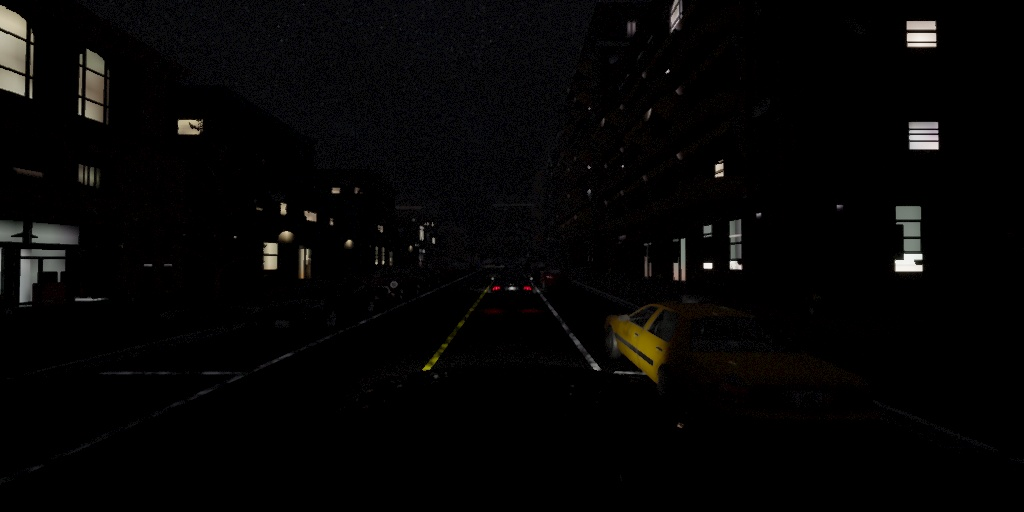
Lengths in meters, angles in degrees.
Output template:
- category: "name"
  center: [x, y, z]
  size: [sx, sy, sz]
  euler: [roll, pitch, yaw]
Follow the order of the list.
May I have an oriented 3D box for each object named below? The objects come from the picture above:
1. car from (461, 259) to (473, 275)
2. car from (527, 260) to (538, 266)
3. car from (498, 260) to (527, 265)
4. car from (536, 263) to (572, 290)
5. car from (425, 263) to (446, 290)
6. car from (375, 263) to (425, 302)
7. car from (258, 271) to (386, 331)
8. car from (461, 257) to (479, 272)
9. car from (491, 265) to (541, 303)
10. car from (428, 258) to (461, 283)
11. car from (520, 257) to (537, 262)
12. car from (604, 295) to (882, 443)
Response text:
- category: "car"
  center: [-5.697, 1.347, 39.476]
  size: [1.802, 1.307, 4.207]
  euler: [0, 0, 0]
- category: "car"
  center: [2.691, 1.307, 33.850]
  size: [1.888, 1.381, 4.507]
  euler: [0, 0, 0]
- category: "car"
  center: [0.000, 1.334, 31.505]
  size: [1.994, 1.385, 4.181]
  euler: [0, 0, 0]
- category: "car"
  center: [2.691, 1.338, 22.476]
  size: [1.802, 1.307, 4.207]
  euler: [0, 0, 0]
- category: "car"
  center: [-5.689, 1.321, 22.416]
  size: [1.948, 1.339, 4.313]
  euler: [0, 0, 0]
- category: "car"
  center: [-5.690, 1.193, 16.729]
  size: [1.967, 1.591, 4.097]
  euler: [0, 0, 0]
- category: "car"
  center: [-5.690, 1.316, 11.043]
  size: [1.948, 1.339, 4.313]
  euler: [0, 0, 0]
- category: "car"
  center: [-5.676, 1.083, 45.163]
  size: [2.192, 1.841, 5.009]
  euler: [0, 0, 0]
- category: "car"
  center: [0.000, 1.317, 16.503]
  size: [2.033, 1.411, 5.357]
  euler: [0, 0, 0]
- category: "car"
  center: [-5.689, 1.073, 28.102]
  size: [2.192, 1.841, 5.009]
  euler: [0, 0, 0]
- category: "car"
  center: [2.691, 1.086, 50.909]
  size: [2.192, 1.841, 5.009]
  euler: [0, 0, 0]
- category: "car"
  center: [2.691, 1.274, 5.587]
  size: [1.751, 1.417, 4.829]
  euler: [0, 0, 0]
